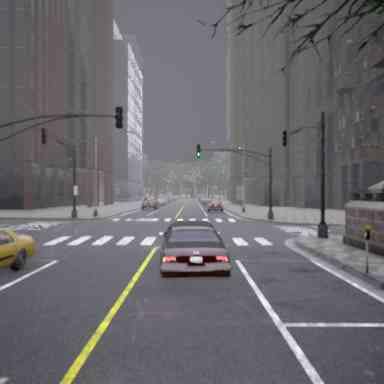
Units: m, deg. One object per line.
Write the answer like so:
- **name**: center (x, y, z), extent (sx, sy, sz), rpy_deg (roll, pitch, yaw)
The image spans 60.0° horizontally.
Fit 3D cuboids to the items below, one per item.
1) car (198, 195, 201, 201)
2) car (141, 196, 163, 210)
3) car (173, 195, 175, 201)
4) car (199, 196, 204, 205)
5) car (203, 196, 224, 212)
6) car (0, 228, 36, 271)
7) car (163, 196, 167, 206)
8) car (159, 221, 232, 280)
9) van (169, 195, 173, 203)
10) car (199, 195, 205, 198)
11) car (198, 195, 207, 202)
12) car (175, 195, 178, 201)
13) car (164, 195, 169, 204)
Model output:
- **car**: center (2.771, 1.829, 67.829), extent (1.887, 1.381, 4.507), rpy_deg (0, 0, 0)
- **car**: center (-5.757, 1.504, 46.081), extent (2.192, 1.841, 5.009), rpy_deg (0, 0, 0)
- **car**: center (-5.752, 1.884, 78.705), extent (2.008, 1.369, 4.403), rpy_deg (0, 0, 0)
- **car**: center (2.770, 1.787, 56.953), extent (2.008, 1.369, 4.403), rpy_deg (0, 0, 0)
- **car**: center (2.768, 1.606, 40.641), extent (1.967, 1.590, 4.097), rpy_deg (0, 0, 0)
- **car**: center (-5.762, 1.559, 8.502), extent (1.752, 1.417, 4.829), rpy_deg (0, 0, 0)
- **car**: center (-5.755, 1.818, 56.954), extent (1.802, 1.307, 4.206), rpy_deg (0, 0, 0)
- **car**: center (-0.035, 1.588, 10.075), extent (2.033, 1.411, 5.357), rpy_deg (0, 0, -3)
- **van**: center (-5.753, 1.650, 73.268), extent (1.690, 1.788, 3.998), rpy_deg (0, 0, 0)
- **car**: center (2.771, 1.805, 62.391), extent (1.887, 1.381, 4.507), rpy_deg (0, 0, 0)
- **car**: center (2.774, 1.699, 89.580), extent (2.192, 1.841, 5.009), rpy_deg (0, 0, 0)
- **car**: center (-5.750, 1.975, 95.017), extent (1.947, 1.339, 4.313), rpy_deg (0, 0, 0)
- **car**: center (-5.755, 1.785, 62.223), extent (1.752, 1.417, 4.829), rpy_deg (0, 0, 0)
